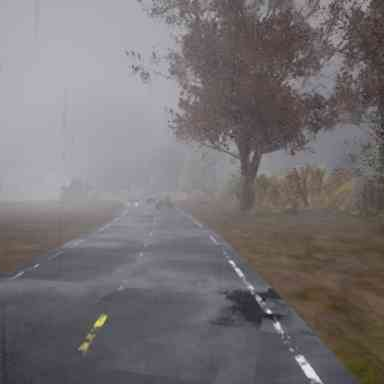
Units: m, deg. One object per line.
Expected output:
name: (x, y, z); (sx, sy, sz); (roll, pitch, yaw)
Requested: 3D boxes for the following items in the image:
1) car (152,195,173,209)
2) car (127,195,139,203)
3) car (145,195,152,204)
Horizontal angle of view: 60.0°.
car: (-3.822, 1.270, 44.011); (2.097, 1.767, 4.553); (0, 0, -10)
car: (-11.920, 1.400, 66.781); (1.837, 1.490, 4.892); (0, 0, -15)
car: (-7.792, 1.372, 62.998); (1.882, 1.535, 5.008); (0, 0, -14)
